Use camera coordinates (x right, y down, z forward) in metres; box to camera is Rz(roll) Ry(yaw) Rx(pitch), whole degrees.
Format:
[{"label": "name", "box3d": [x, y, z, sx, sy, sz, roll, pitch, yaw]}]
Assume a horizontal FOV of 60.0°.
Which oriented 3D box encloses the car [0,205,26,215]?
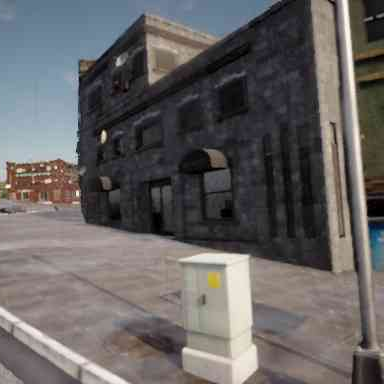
[{"label": "car", "box3d": [-27.328, 2.632, 50.525, 2.033, 1.411, 5.357, -3, -1, 2]}]
